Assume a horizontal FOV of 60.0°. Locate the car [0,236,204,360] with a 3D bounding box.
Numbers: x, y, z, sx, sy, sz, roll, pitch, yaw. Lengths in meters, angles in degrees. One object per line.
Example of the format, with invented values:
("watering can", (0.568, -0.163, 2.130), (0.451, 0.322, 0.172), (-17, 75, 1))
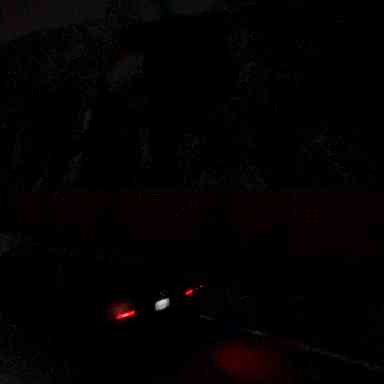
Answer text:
("car", (-2.343, 1.552, 6.060), (5.357, 1.411, 2.033), (0, 0, 39))
